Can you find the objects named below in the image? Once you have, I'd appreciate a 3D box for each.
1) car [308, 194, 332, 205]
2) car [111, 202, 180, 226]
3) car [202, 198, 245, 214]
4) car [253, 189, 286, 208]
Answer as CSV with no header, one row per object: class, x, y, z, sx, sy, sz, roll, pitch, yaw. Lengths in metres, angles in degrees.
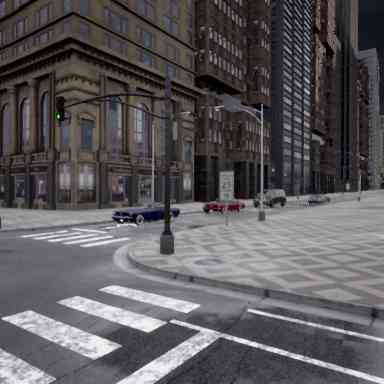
car,16.874,0.916,43.833,2.033,1.411,5.357,0,1,35
car,-2.908,1.350,21.583,1.895,1.301,4.718,0,1,36
car,2.895,1.217,29.716,1.895,1.301,4.718,0,1,35
car,9.035,0.696,38.323,2.150,2.045,5.566,0,1,36
